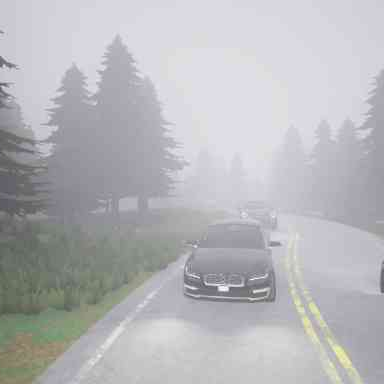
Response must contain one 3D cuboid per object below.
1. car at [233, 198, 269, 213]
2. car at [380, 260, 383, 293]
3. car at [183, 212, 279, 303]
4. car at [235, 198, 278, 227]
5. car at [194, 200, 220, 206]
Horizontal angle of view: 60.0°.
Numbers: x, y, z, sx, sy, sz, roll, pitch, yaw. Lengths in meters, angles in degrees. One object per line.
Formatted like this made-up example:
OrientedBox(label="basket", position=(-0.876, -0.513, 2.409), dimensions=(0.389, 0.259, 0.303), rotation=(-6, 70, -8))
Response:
OrientedBox(label="car", position=(6.210, 1.410, 35.736), dimensions=(1.837, 1.490, 4.892), rotation=(2, -1, -16))
OrientedBox(label="car", position=(4.494, 1.308, 4.644), dimensions=(2.097, 1.767, 4.553), rotation=(-1, 0, 8))
OrientedBox(label="car", position=(1.093, 1.496, 8.415), dimensions=(1.837, 1.490, 4.892), rotation=(-1, 0, 12))
OrientedBox(label="car", position=(3.880, 1.270, 20.367), dimensions=(2.097, 1.767, 4.553), rotation=(-1, 0, 5))
OrientedBox(label="car", position=(1.929, 1.799, 44.862), dimensions=(1.812, 1.442, 4.674), rotation=(3, -5, -35))
